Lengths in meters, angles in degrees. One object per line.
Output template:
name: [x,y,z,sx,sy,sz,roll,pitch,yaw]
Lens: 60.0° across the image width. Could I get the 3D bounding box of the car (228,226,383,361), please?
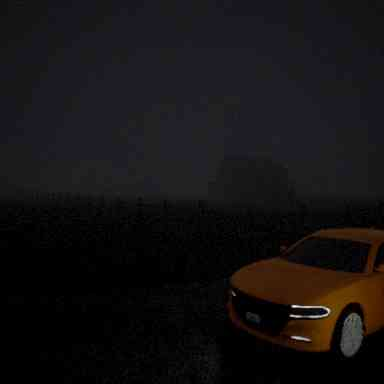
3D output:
car: [2.871,1.435,6.044,5.008,1.535,1.882,-1,0,-36]
